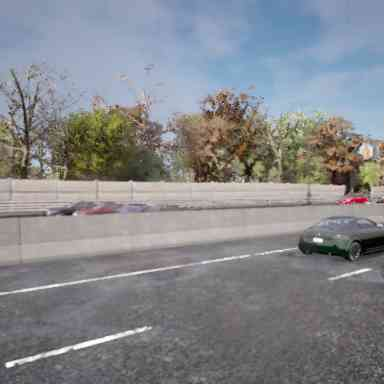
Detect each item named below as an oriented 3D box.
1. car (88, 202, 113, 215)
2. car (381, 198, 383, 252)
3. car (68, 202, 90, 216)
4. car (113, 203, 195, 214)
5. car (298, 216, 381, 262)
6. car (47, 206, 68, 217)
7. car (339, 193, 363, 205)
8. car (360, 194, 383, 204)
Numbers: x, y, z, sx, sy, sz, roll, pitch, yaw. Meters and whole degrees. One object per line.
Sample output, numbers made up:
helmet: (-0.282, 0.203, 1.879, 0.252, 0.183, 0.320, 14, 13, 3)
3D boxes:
car: (-3.945, 1.550, 22.676, 5.357, 1.411, 2.033, 0, 0, -36)
car: (7.859, 1.225, 9.352, 5.566, 2.045, 2.150, 0, 0, -36)
car: (-6.540, 1.528, 25.123, 4.674, 1.442, 1.812, 0, 0, -35)
car: (-1.907, 1.507, 19.828, 4.892, 1.490, 1.837, 0, 0, -35)
car: (5.808, 1.567, 12.188, 4.181, 1.385, 1.994, 0, 0, -35)
car: (-9.363, 1.528, 27.383, 4.674, 1.442, 1.812, 0, 0, -36)
car: (25.346, 1.252, 52.102, 5.566, 2.045, 2.150, 0, 0, -35)
car: (27.682, 1.523, 49.472, 4.902, 1.511, 2.128, 0, 0, -35)
